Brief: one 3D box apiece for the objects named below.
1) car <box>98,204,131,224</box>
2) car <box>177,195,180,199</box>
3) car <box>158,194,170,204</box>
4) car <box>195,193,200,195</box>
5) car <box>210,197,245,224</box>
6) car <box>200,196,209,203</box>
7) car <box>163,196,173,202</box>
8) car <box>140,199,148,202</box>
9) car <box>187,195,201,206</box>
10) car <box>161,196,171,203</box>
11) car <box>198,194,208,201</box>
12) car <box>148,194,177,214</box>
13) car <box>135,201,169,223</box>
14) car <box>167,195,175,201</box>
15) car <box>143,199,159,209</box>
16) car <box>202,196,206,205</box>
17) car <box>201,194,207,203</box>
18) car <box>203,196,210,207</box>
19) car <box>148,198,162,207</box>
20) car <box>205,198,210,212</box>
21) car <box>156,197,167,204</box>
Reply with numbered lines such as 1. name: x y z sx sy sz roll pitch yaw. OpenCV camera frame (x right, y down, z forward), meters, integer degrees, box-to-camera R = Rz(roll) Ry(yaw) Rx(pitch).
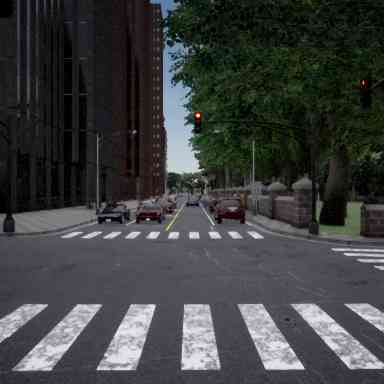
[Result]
1. car: -5.752 1.576 25.050 1.947 1.339 4.313 0 0 0
2. car: -3.071 1.538 45.721 1.837 1.490 4.892 0 0 0
3. car: -5.734 1.374 68.706 2.192 1.841 5.009 0 0 0
4. car: 0.124 1.412 69.363 2.097 1.767 4.553 0 0 0
5. car: 2.773 1.326 25.056 2.192 1.841 5.009 0 0 0
6. car: 2.793 1.592 74.334 1.752 1.417 4.829 0 0 0
7. car: -5.730 1.620 79.620 1.887 1.381 4.507 0 0 0
8. car: -5.745 1.579 41.420 2.008 1.369 4.403 0 0 0
9. car: 0.122 1.607 54.920 1.994 1.385 4.181 0 0 0
10. car: -5.732 1.611 74.163 1.887 1.381 4.507 0 0 0
11. car: 2.798 1.399 85.077 2.192 1.841 5.009 0 0 0
12. car: -3.084 1.374 35.488 2.097 1.767 4.553 0 0 1
13. car: -3.089 1.612 25.495 1.895 1.301 4.718 0 0 0
14. car: -5.725 1.533 90.534 1.967 1.590 4.097 0 0 0
15. car: -5.743 1.616 46.877 1.802 1.307 4.206 0 0 0
16. car: 2.782 1.585 46.881 2.008 1.369 4.403 0 0 0
17. car: 2.784 1.481 52.338 1.967 1.590 4.097 0 0 0
18. car: 2.780 1.579 41.424 2.008 1.369 4.403 0 0 0
19. car: -5.741 1.622 52.335 1.802 1.307 4.206 0 0 0
20. car: 2.778 1.588 35.968 1.947 1.339 4.313 0 0 0
21. car: -5.736 1.635 63.249 1.802 1.307 4.206 0 0 0
